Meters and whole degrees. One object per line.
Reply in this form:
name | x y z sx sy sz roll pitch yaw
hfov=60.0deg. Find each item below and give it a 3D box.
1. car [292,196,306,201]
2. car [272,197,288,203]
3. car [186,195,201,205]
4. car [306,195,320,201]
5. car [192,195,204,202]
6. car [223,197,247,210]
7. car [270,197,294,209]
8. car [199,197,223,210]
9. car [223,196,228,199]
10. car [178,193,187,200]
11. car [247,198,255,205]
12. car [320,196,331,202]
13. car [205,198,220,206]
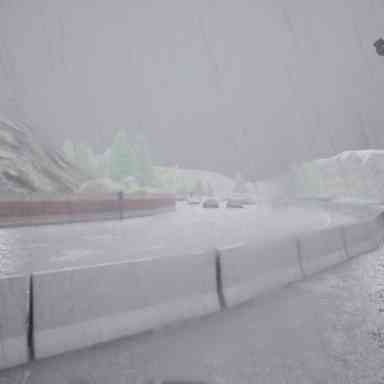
car | 23.521 1.767 76.541 2.128 1.511 4.902 0 0 -10
car | 20.067 1.840 75.973 1.895 1.301 4.718 0 0 -10
car | 0.460 1.888 66.019 1.882 1.535 5.008 0 0 -9
car | 26.974 1.594 77.108 2.097 1.767 4.553 0 0 -10
car | 1.441 1.547 80.985 2.097 1.767 4.553 0 0 -10
car | 6.362 1.821 49.586 1.837 1.490 4.892 0 -1 -4
car | 13.282 1.815 50.709 1.837 1.490 4.892 0 -1 -5
car | 2.849 1.871 50.230 2.033 1.411 5.357 0 0 -6
car | 8.437 1.782 81.607 1.994 1.385 4.181 0 0 -10
car | -2.178 1.336 81.372 2.150 2.045 5.566 0 0 -10
car | 11.068 1.904 66.350 2.128 1.511 4.902 0 0 -10
car | 30.418 1.761 77.733 2.128 1.511 4.902 0 0 -10
car | 4.017 1.967 65.983 1.994 1.385 4.181 0 0 -9
